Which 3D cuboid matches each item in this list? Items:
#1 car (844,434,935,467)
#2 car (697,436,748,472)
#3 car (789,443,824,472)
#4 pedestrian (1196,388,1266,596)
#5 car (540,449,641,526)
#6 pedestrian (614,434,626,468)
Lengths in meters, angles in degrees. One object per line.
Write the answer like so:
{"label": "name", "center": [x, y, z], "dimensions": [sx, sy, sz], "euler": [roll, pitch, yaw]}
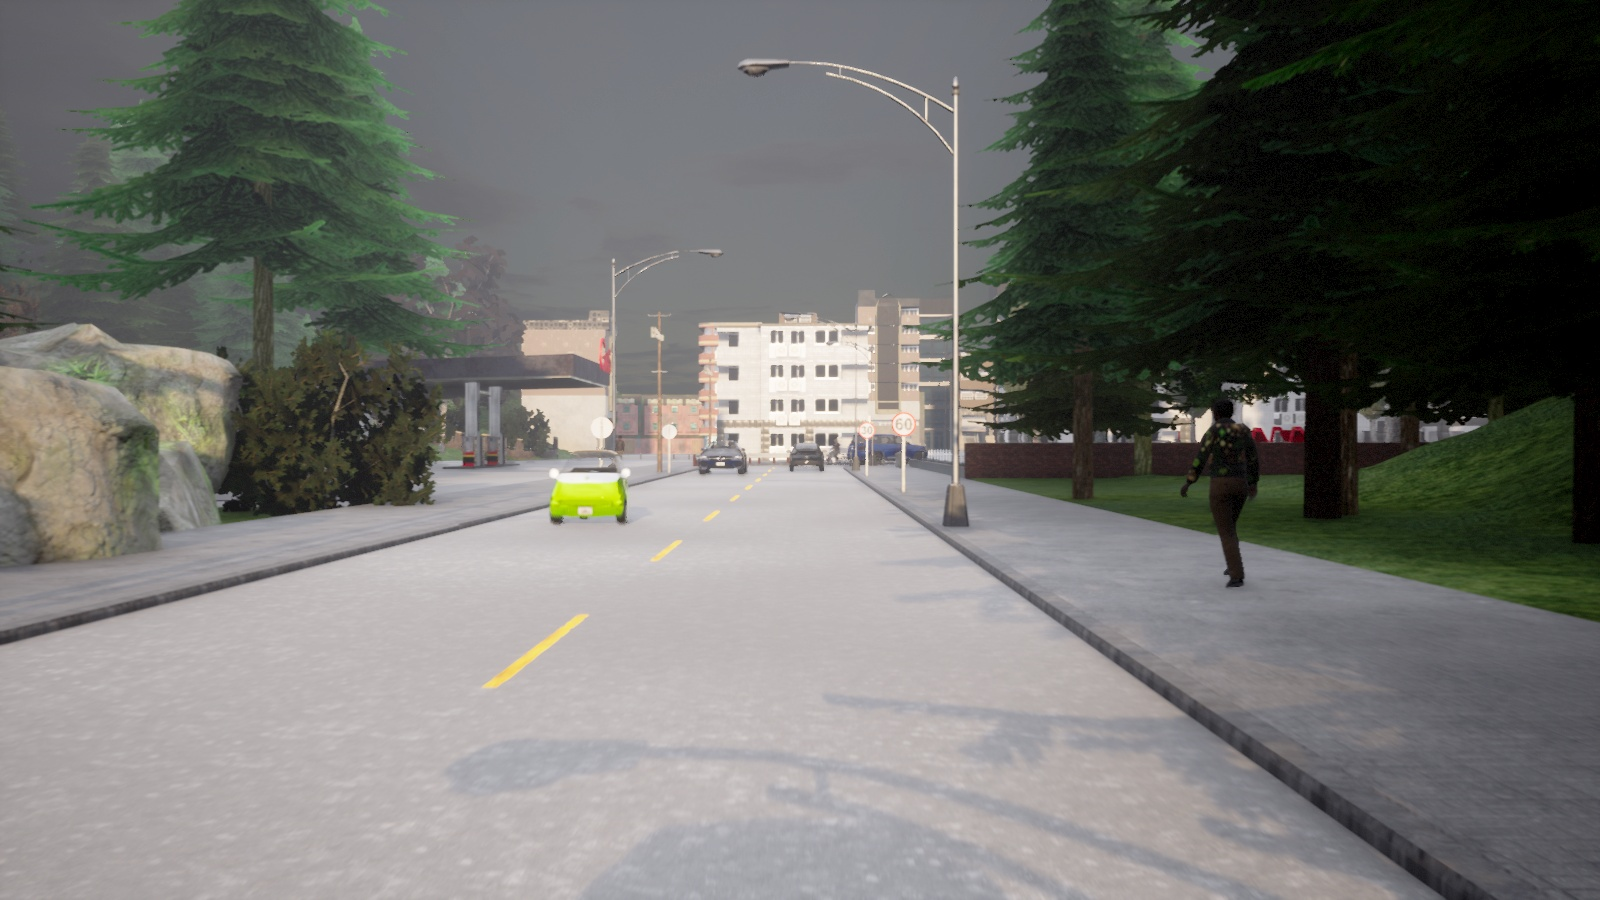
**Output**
{"label": "car", "center": [5.730, 0.018, 80.406], "dimensions": [5.566, 2.045, 2.150], "euler": [0, 0, -30]}
{"label": "car", "center": [-3.685, 0.182, 60.431], "dimensions": [2.152, 1.651, 5.027], "euler": [0, 0, 0]}
{"label": "car", "center": [0.350, 0.371, 67.585], "dimensions": [1.837, 1.490, 4.892], "euler": [0, 0, 0]}
{"label": "pedestrian", "center": [4.112, 0.392, 12.012], "dimensions": [0.395, 1.930, 0.692], "euler": [0, 0, -4]}
{"label": "car", "center": [-3.851, 0.666, 23.332], "dimensions": [1.481, 1.376, 2.207], "euler": [0, 0, 0]}
{"label": "pedestrian", "center": [-9.953, 0.059, 69.509], "dimensions": [0.431, 1.840, 0.703], "euler": [0, 0, 13]}
